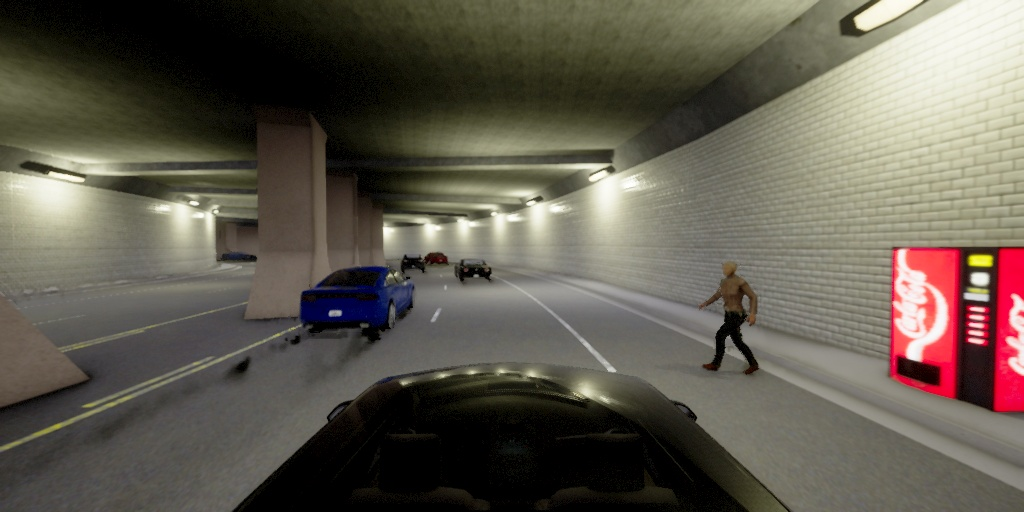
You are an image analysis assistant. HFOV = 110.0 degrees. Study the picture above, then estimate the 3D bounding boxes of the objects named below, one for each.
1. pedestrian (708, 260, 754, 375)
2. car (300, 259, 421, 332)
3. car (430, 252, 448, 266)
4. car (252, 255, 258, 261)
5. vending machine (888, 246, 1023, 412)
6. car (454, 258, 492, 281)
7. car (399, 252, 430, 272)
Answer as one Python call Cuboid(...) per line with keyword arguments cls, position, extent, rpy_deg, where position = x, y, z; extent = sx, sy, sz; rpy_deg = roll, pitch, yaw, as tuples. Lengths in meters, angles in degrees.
Cuboid(cls="pedestrian", position=(3.421, 0.937, 5.619), extent=(0.375, 1.860, 0.375), rpy_deg=(0, 1, -3))
Cuboid(cls="car", position=(-4.034, 1.019, 10.163), extent=(1.882, 1.535, 5.008), rpy_deg=(0, 1, -5))
Cuboid(cls="car", position=(-8.568, 0.266, 39.987), extent=(1.882, 1.535, 5.008), rpy_deg=(-1, 2, -25))
Cuboid(cls="car", position=(-19.699, 0.541, 30.040), extent=(1.882, 1.535, 5.008), rpy_deg=(-1, 2, -22))
Cuboid(cls="vending machine", position=(5.840, 0.860, 4.648), extent=(1.100, 2.100, 0.880), rpy_deg=(0, 0, -2))
Cuboid(cls="car", position=(-2.635, 0.809, 23.107), extent=(1.895, 1.301, 4.718), rpy_deg=(0, 2, -14))
Cuboid(cls="car", position=(-8.392, 0.532, 30.117), extent=(2.128, 1.511, 4.902), rpy_deg=(0, 2, -18))
